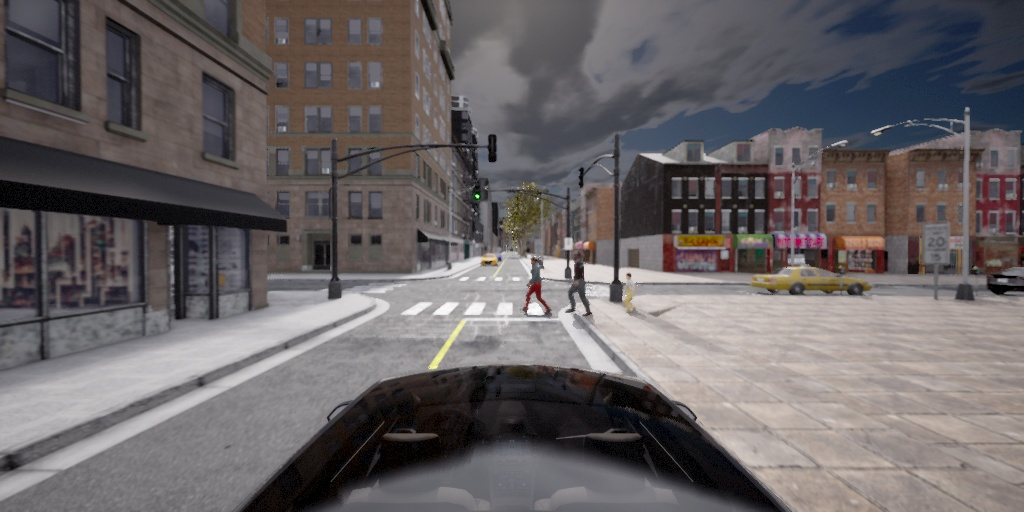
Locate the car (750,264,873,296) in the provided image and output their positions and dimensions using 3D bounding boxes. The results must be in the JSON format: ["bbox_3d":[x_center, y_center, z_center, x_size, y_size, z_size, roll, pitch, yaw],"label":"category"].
[{"bbox_3d":[13.895,1.082,16.735,4.829,1.417,1.751,0,0,0],"label":"car"}]

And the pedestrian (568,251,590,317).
[{"bbox_3d":[1.863,0.738,9.958,0.375,1.860,0.375,0,1,0],"label":"pedestrian"}]

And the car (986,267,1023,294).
[{"bbox_3d":[24.976,1.200,16.741,4.313,1.339,1.948,0,0,0],"label":"car"}]

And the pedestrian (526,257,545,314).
[{"bbox_3d":[0.732,0.878,11.163,0.375,1.860,0.375,0,1,0],"label":"pedestrian"}]

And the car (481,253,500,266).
[{"bbox_3d":[-2.802,0.451,44.587,1.882,1.535,5.008,0,1,0],"label":"car"}]

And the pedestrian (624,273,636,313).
[{"bbox_3d":[3.527,1.017,10.561,0.375,1.300,0.375,0,1,0],"label":"pedestrian"}]

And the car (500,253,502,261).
[{"bbox_3d":[-2.730,0.129,62.710,1.882,1.535,5.008,0,1,0],"label":"car"}]
